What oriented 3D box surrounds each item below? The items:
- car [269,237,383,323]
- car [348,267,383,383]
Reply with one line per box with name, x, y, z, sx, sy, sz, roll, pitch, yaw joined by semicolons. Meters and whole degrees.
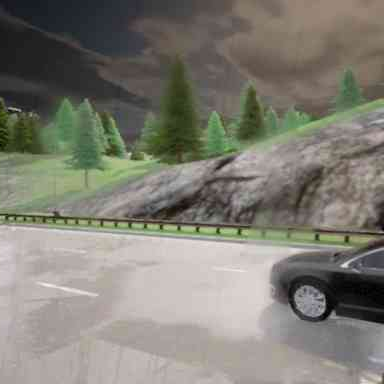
car;3.702;1.444;5.452;4.892;1.490;1.837;0;0;36
car;3.716;1.501;1.274;5.357;1.411;2.033;0;0;36
